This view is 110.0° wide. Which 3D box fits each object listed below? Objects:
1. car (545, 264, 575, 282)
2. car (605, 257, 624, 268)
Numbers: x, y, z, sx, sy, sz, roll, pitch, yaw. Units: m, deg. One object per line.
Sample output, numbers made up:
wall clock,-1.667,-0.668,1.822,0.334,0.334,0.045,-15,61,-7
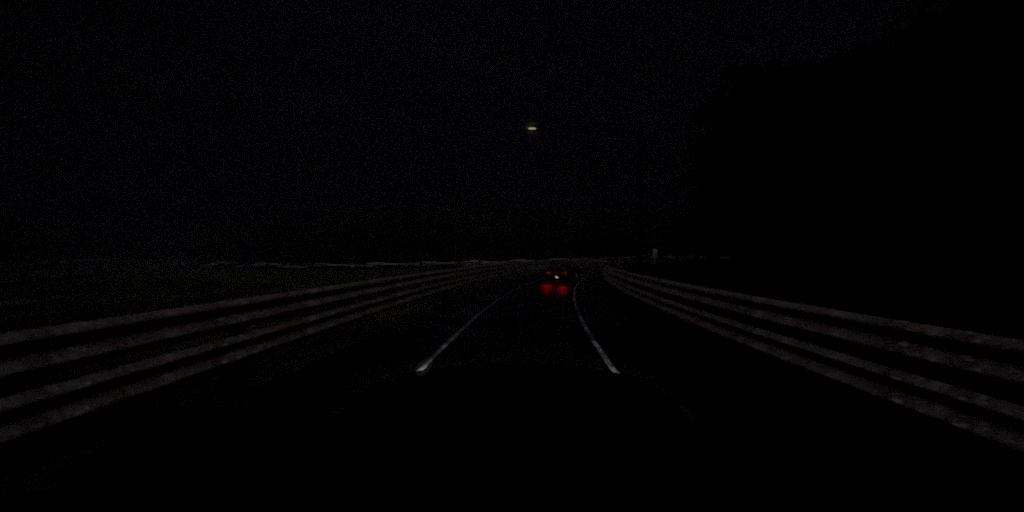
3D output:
car,3.905,1.267,28.490,1.895,1.301,4.718,0,0,15
car,15.741,0.876,55.039,2.097,1.767,4.553,0,1,31
